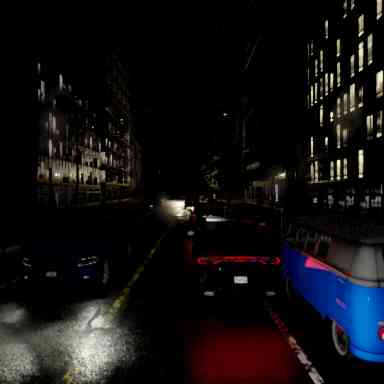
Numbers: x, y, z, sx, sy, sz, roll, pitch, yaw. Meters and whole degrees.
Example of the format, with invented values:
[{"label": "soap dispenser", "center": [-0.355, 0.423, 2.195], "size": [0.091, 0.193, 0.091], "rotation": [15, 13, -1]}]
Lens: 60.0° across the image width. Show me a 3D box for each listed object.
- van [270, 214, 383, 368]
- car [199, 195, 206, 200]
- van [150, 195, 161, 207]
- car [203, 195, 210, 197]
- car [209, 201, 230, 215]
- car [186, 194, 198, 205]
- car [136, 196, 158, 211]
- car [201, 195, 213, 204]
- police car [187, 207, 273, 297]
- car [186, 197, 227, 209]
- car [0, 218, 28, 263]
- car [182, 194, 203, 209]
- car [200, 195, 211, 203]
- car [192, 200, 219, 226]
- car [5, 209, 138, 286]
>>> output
[{"label": "van", "center": [2.696, 1.341, 5.624], "size": [1.690, 1.788, 3.998], "rotation": [0, 0, 0]}, {"label": "car", "center": [2.772, 1.463, 91.010], "size": [1.887, 1.381, 4.507], "rotation": [0, 0, 0]}, {"label": "van", "center": [-5.644, 1.328, 51.174], "size": [1.690, 1.788, 3.998], "rotation": [0, 0, 0]}, {"label": "car", "center": [2.731, 1.544, 45.470], "size": [2.008, 1.369, 4.403], "rotation": [0, 0, 0]}, {"label": "car", "center": [2.721, 1.581, 34.086], "size": [1.802, 1.307, 4.206], "rotation": [0, 0, 0]}, {"label": "car", "center": [0.053, 1.327, 59.376], "size": [2.097, 1.767, 4.553], "rotation": [0, 0, 0]}, {"label": "car", "center": [-5.654, 1.548, 39.789], "size": [2.008, 1.369, 4.403], "rotation": [0, 0, 0]}, {"label": "car", "center": [2.747, 1.410, 62.548], "size": [1.967, 1.590, 4.097], "rotation": [0, 0, 0]}, {"label": "police car", "center": [0.909, 1.425, 8.754], "size": [1.930, 1.638, 5.238], "rotation": [0, 0, 0]}, {"label": "car", "center": [0.868, 1.351, 18.606], "size": [2.097, 1.767, 4.553], "rotation": [0, 0, 0]}, {"label": "car", "center": [-5.680, 1.582, 11.326], "size": [1.802, 1.307, 4.206], "rotation": [0, 0, 0]}, {"label": "car", "center": [0.048, 1.345, 45.424], "size": [2.097, 1.767, 4.553], "rotation": [0, 0, 0]}, {"label": "car", "center": [2.751, 1.401, 68.240], "size": [1.967, 1.590, 4.097], "rotation": [0, 0, 0]}, {"label": "car", "center": [0.923, 1.455, 24.834], "size": [1.801, 1.575, 5.366], "rotation": [0, 0, 0]}, {"label": "car", "center": [-2.990, 1.477, 9.576], "size": [1.882, 1.535, 5.008], "rotation": [0, 0, 0]}]
